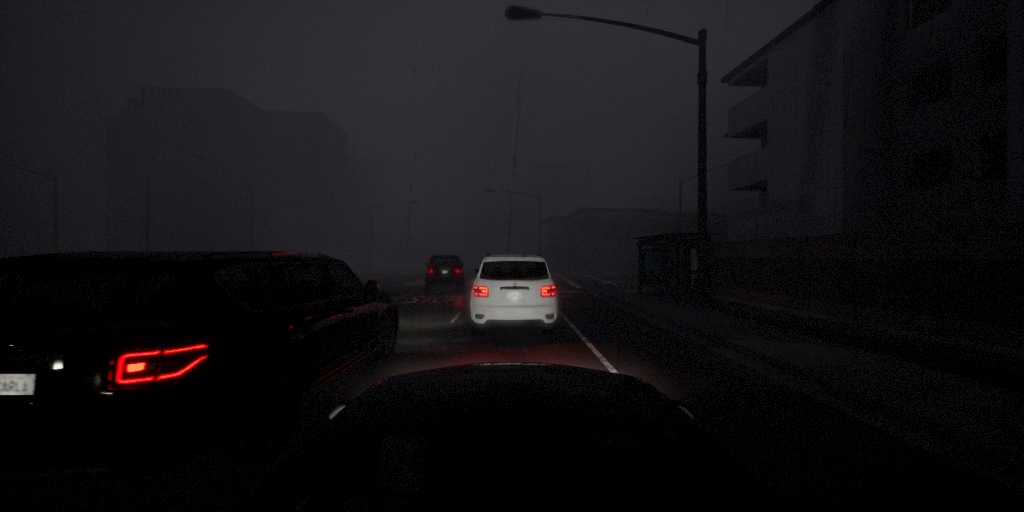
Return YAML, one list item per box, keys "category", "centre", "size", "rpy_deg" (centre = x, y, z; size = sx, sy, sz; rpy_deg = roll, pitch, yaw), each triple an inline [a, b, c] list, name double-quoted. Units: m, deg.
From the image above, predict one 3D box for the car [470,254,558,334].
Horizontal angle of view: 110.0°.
- category: "car"
  centre: [0.026, 0.972, 10.756]
  size: [2.150, 2.045, 5.566]
  rpy_deg: [0, 0, -1]

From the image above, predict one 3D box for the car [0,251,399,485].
- category: "car"
  centre: [-3.418, 0.971, 5.127]
  size: [2.150, 2.045, 5.566]
  rpy_deg: [0, 0, 0]

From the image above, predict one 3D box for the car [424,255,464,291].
- category: "car"
  centre: [-4.166, 0.978, 22.004]
  size: [2.150, 2.045, 5.566]
  rpy_deg: [1, 0, -11]
